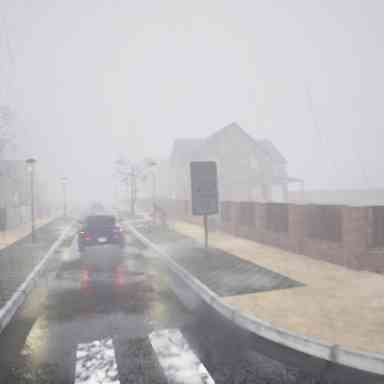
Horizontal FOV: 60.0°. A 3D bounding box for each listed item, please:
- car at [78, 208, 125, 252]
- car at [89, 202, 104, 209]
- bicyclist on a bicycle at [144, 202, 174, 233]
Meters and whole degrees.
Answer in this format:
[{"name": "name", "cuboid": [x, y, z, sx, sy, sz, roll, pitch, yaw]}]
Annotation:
[{"name": "car", "cuboid": [-4.041, 1.675, 14.880, 1.812, 1.442, 4.674, -2, 0, -15]}, {"name": "car", "cuboid": [-12.778, 2.067, 44.602, 1.812, 1.442, 4.674, -2, 0, -17]}, {"name": "bicyclist on a bicycle", "cuboid": [-1.796, 1.372, 17.829, 1.656, 1.620, 0.582, -2, 0, -17]}]
